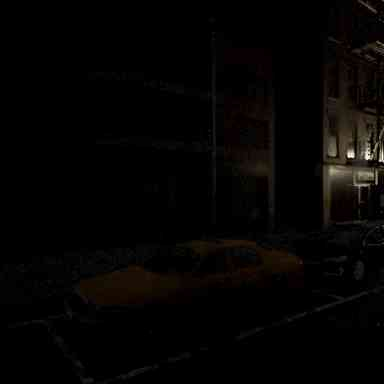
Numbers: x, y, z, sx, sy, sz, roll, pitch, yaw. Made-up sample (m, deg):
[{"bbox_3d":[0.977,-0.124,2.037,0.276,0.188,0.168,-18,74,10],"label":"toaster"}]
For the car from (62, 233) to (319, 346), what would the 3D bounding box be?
[{"bbox_3d":[0.154,1.525,6.313,4.829,1.417,1.752,0,0,-36],"label":"car"}]

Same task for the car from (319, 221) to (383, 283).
[{"bbox_3d":[4.693,1.549,9.551,4.403,1.369,2.008,0,0,-36],"label":"car"}]
